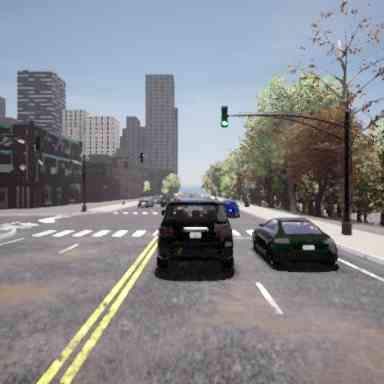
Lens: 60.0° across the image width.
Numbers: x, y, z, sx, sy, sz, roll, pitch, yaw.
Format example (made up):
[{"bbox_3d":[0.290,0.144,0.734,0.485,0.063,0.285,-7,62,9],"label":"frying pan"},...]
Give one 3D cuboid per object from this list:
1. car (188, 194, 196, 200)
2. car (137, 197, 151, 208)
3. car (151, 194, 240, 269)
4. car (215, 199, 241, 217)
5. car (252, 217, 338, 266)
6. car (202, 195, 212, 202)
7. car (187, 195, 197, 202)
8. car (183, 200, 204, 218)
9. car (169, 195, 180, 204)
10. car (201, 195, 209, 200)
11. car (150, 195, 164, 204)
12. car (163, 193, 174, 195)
[{"bbox_3d":[-0.021,1.265,83.224,1.837,1.490,4.892,0,0,0],"label":"car"},{"bbox_3d":[-6.596,1.455,47.565,2.128,1.511,4.902,0,0,0],"label":"car"},{"bbox_3d":[0.097,1.214,11.248,2.150,2.045,5.566,0,0,0],"label":"car"},{"bbox_3d":[3.342,1.456,31.785,1.882,1.535,5.008,0,0,0],"label":"car"},{"bbox_3d":[3.348,1.557,11.535,1.994,1.385,4.181,0,0,0],"label":"car"},{"bbox_3d":[3.231,1.474,72.807,2.033,1.411,5.357,0,0,0],"label":"car"},{"bbox_3d":[-0.019,1.460,72.806,2.128,1.511,4.902,0,0,0],"label":"car"},{"bbox_3d":[0.094,1.505,31.246,1.812,1.442,4.674,0,0,0],"label":"car"},{"bbox_3d":[-3.278,1.428,64.355,1.882,1.535,5.008,0,0,0],"label":"car"},{"bbox_3d":[3.229,1.360,83.255,1.895,1.301,4.718,0,0,0],"label":"car"},{"bbox_3d":[-6.544,1.442,62.673,2.128,1.511,4.902,0,0,1],"label":"car"},{"bbox_3d":[-3.343,1.186,48.180,2.150,2.045,5.566,0,0,0],"label":"car"}]
